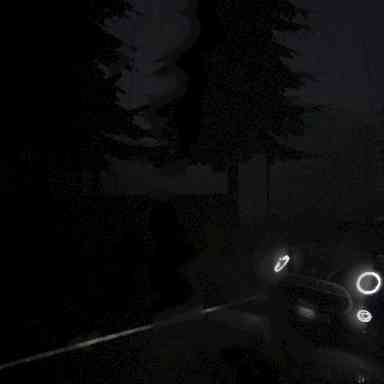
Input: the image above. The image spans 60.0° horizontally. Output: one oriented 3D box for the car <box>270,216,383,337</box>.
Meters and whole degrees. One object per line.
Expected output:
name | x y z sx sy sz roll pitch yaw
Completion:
car | 3.646 1.310 6.579 4.553 1.767 2.097 0 0 -35
